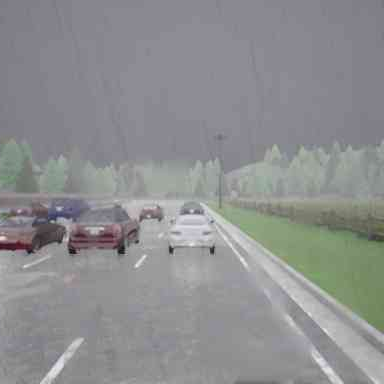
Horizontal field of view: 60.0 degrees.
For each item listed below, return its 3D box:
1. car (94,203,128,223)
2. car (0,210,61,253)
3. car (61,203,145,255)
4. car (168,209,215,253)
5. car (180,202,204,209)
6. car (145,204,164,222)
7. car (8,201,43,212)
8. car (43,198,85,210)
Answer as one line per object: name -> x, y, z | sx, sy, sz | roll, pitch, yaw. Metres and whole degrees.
car -> -7.009, 1.797, 29.299 | 1.837, 1.490, 4.892 | 0, 0, 0
car -> -7.003, 1.706, 14.311 | 1.994, 1.385, 4.181 | 0, -1, 0
car -> -3.504, 1.490, 14.079 | 2.097, 1.767, 4.553 | 0, -1, 0
car -> -0.001, 1.668, 14.375 | 1.812, 1.442, 4.674 | 0, 0, 0
car -> -0.010, 1.637, 29.080 | 2.097, 1.767, 4.553 | 0, -1, 0
car -> -3.508, 1.815, 29.373 | 1.812, 1.442, 4.674 | 0, 0, 0
car -> -14.010, 1.637, 29.071 | 2.097, 1.767, 4.553 | 0, -1, 0
car -> -10.511, 1.503, 29.008 | 2.150, 2.045, 5.566 | 0, 0, 0
